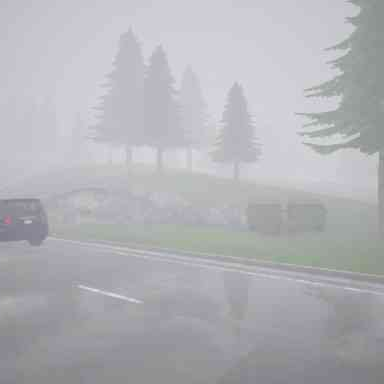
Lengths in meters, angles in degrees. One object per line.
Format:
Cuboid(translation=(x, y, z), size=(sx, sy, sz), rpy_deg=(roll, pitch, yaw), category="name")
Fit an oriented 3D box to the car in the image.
Cuboid(translation=(-8.390, 1.216, 14.154), size=(5.566, 2.045, 2.150), rpy_deg=(0, 0, 36), category="car")
